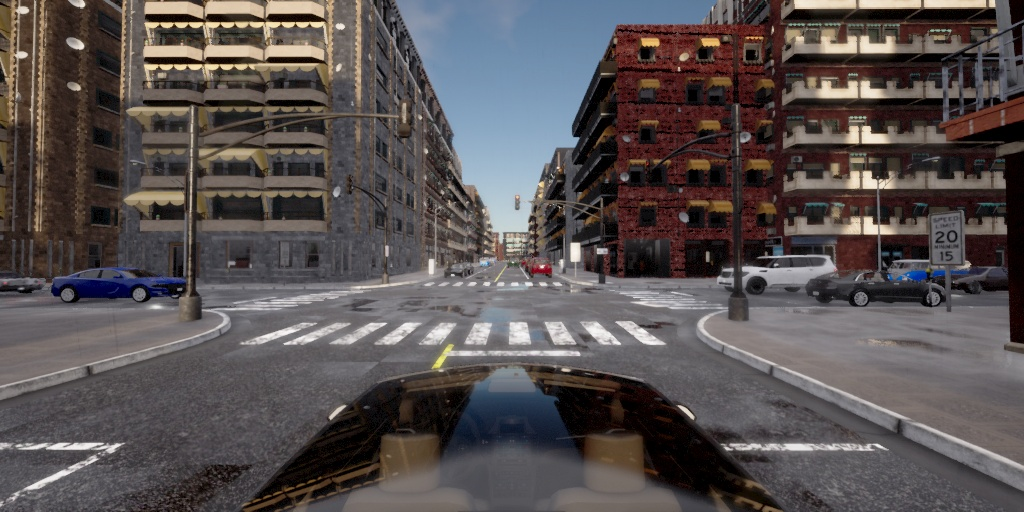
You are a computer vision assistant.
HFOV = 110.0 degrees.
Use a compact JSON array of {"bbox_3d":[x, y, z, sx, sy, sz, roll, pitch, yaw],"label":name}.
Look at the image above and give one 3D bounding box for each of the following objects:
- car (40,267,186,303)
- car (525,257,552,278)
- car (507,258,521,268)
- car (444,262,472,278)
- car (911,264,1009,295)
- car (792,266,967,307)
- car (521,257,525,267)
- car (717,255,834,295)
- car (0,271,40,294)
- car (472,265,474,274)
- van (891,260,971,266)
[{"bbox_3d":[-17.582,1.254,16.284,5.008,1.535,1.882,0,-1,0],"label":"car"},{"bbox_3d":[2.638,1.077,33.970,2.192,1.841,5.009,0,0,0],"label":"car"},{"bbox_3d":[0.234,1.177,63.829,2.097,1.767,4.553,0,0,0],"label":"car"},{"bbox_3d":[-5.243,1.328,33.942,1.948,1.339,4.313,0,0,0],"label":"car"},{"bbox_3d":[25.091,1.270,19.028,5.357,1.411,2.033,0,-1,0],"label":"car"},{"bbox_3d":[13.771,1.186,13.652,4.403,1.370,2.007,0,0,0],"label":"car"},{"bbox_3d":[2.662,1.086,45.093,2.192,1.841,5.009,0,0,0],"label":"car"},{"bbox_3d":[14.066,0.970,19.088,5.566,2.045,2.150,0,-1,0],"label":"car"},{"bbox_3d":[-28.571,1.474,19.276,4.718,1.301,1.895,0,-1,0],"label":"car"},{"bbox_3d":[-5.231,1.331,39.503,1.948,1.339,4.313,0,0,0],"label":"car"},{"bbox_3d":[24.946,1.115,21.479,3.998,1.789,1.690,0,0,0],"label":"van"}]
